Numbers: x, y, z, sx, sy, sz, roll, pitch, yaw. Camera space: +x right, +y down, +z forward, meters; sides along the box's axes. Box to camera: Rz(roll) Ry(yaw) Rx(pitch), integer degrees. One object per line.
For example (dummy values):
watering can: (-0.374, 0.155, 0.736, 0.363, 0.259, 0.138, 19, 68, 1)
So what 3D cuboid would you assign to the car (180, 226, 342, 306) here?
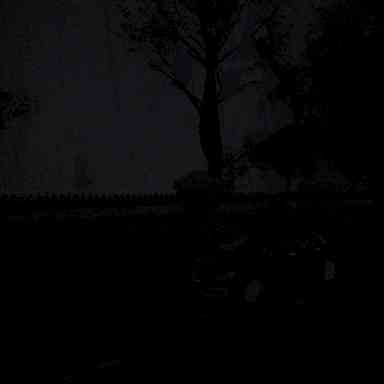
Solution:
car: (1.777, 1.517, 7.829, 4.403, 1.369, 2.008, 0, 0, -36)
